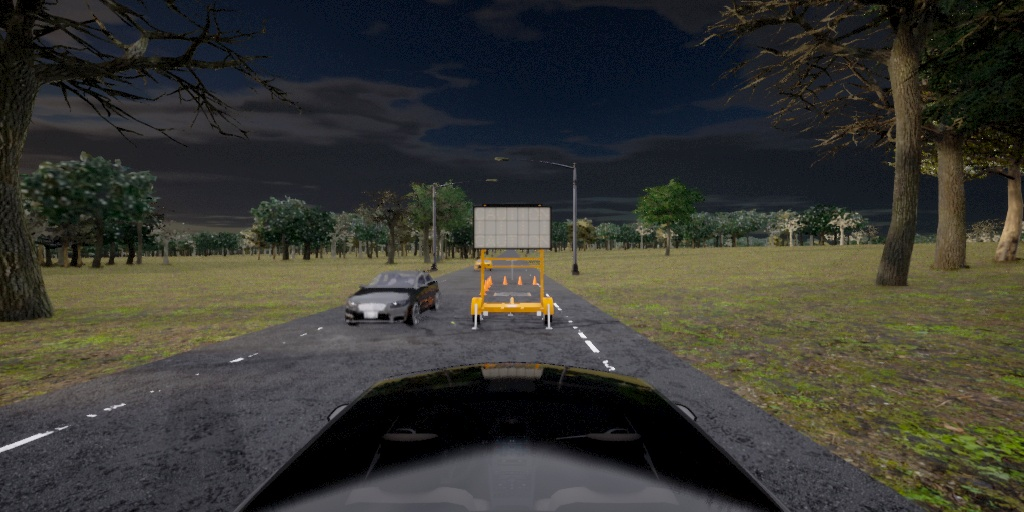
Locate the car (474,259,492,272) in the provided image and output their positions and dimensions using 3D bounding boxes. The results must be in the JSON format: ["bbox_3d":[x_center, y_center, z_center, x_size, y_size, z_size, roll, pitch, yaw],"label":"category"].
[{"bbox_3d":[-3.449,1.042,43.587,1.882,1.535,5.008,0,0,0],"label":"car"}]

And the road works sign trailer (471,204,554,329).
[{"bbox_3d":[0.011,0.197,11.139,2.380,3.560,2.880,0,0,0],"label":"road works sign trailer"}]

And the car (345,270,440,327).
[{"bbox_3d":[-3.587,1.224,11.566,2.128,1.511,4.902,0,0,0],"label":"car"}]
